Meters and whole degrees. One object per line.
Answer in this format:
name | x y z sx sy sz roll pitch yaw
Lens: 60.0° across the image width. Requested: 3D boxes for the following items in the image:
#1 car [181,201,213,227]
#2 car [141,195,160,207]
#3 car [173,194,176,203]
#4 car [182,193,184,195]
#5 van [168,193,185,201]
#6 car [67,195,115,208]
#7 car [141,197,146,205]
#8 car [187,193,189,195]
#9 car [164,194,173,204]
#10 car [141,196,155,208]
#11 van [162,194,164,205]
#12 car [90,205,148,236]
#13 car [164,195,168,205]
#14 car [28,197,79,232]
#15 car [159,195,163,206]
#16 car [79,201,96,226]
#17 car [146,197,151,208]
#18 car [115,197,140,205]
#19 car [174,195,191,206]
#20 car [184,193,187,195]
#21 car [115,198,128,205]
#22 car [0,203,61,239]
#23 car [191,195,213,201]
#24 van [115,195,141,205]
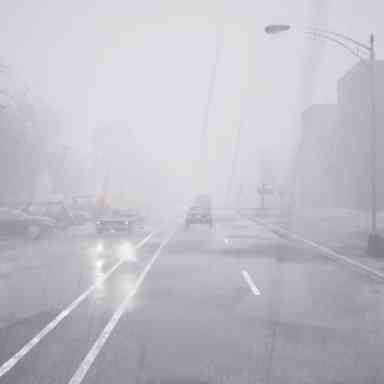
car | 0.518 1.593 23.326 2.033 1.411 5.357 0 0 2
car | -7.946 1.648 48.862 5.366 1.575 1.946 -1 0 -16
car | -6.349 1.692 66.686 4.892 1.521 2.231 -1 0 -15
car | -4.943 1.554 81.440 4.553 1.767 2.185 -1 0 -14
van | -4.160 1.428 90.251 4.442 1.987 1.878 -1 0 -14
car | -9.027 1.292 25.209 5.566 2.045 2.435 -1 0 -18
car | -8.312 1.647 40.057 4.674 1.452 2.002 -1 0 -17
car | -4.368 1.412 87.331 5.566 2.045 2.435 -1 0 -14
car | -6.580 1.562 63.732 4.553 1.767 2.185 -1 0 -15
car | -7.953 1.676 45.949 4.674 1.452 2.002 -1 0 -16
van | -7.453 1.445 54.805 4.442 1.987 1.878 -1 0 -16
car | -3.960 1.634 18.913 1.895 1.301 4.718 0 0 2
car | -7.108 1.717 57.804 4.674 1.452 2.002 -1 -1 -16
car | -9.156 1.397 19.288 4.553 1.767 2.185 -1 0 -19
car | -7.553 1.659 51.876 5.008 1.535 2.097 -1 0 -16
car | -9.101 1.572 22.255 4.674 1.452 2.002 -1 0 -18
car | -8.121 1.662 43.006 4.674 1.452 2.002 0 -1 -16
car | -8.446 1.573 34.182 5.366 1.575 1.946 -1 -1 -17
car | -1.562 1.753 60.835 1.994 1.385 4.181 0 0 5
car | -4.631 1.671 84.399 5.008 1.535 2.097 -1 0 -14
car | -8.761 1.606 31.158 4.674 1.452 2.002 -1 -1 -18
car | -9.273 1.516 16.316 4.892 1.521 2.231 -1 0 -19
car | 1.404 1.345 42.207 2.150 2.045 5.566 0 0 3
van | -8.367 1.365 37.131 4.442 1.987 1.878 -1 -1 -17
